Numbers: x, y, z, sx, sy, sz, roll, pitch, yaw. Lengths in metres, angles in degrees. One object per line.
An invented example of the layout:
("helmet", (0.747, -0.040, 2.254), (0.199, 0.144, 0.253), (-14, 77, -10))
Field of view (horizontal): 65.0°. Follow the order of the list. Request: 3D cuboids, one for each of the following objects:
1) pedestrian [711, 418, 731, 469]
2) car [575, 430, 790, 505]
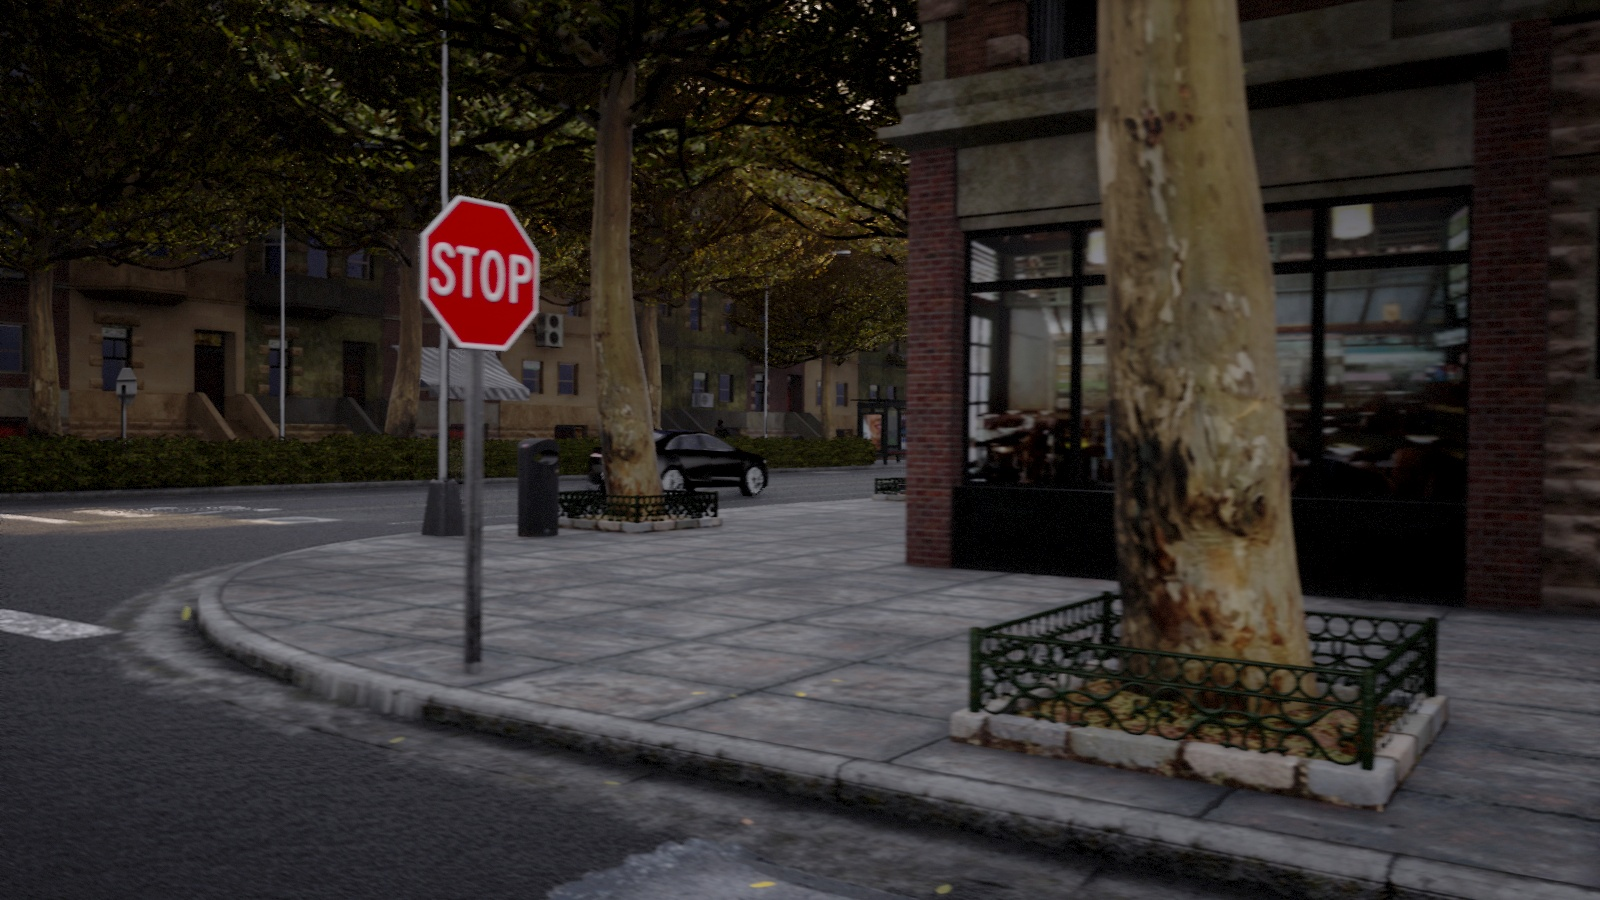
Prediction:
("pedestrian", (-3.021, -0.255, 48.167), (0.395, 1.930, 0.692), (0, 1, 35))
("car", (-2.509, 0.319, 28.087), (2.128, 1.511, 4.902), (0, 1, 34))
